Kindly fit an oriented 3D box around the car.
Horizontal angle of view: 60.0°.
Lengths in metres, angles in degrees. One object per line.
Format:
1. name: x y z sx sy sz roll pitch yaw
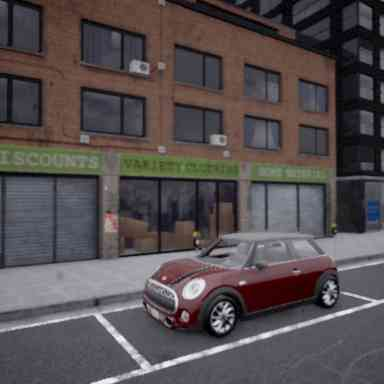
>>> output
1. car: 1.072 1.582 6.779 4.097 1.590 1.967 1 -1 -32
